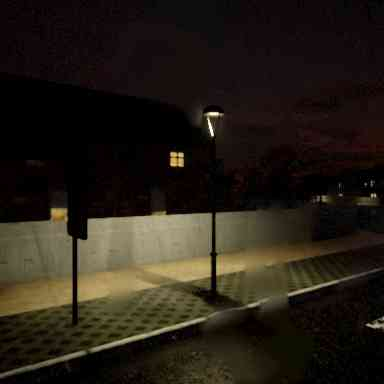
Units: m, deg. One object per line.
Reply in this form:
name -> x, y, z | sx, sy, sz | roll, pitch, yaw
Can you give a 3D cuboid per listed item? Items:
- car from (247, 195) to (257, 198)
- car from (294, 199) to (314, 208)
car -> 14.956, 1.612, 82.984 | 2.097, 1.767, 4.553 | 0, 0, 0
car -> 14.988, 1.658, 43.823 | 1.994, 1.385, 4.181 | 0, 0, 0
